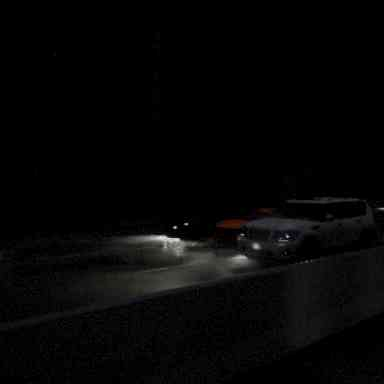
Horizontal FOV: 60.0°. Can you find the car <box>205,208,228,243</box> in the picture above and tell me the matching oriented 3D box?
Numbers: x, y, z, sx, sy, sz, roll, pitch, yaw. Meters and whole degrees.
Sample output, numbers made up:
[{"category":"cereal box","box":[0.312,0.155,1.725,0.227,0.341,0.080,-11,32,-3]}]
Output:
[{"category":"car","box":[3.262,1.465,14.981,5.008,1.535,1.882,0,0,-36]}]

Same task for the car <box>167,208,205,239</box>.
[{"category":"car","box":[0.783,1.552,17.518,4.181,1.385,1.994,0,0,-36]}]

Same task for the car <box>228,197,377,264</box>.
[{"category":"car","box":[4.071,1.211,11.214,5.566,2.045,2.150,0,0,-36]}]
